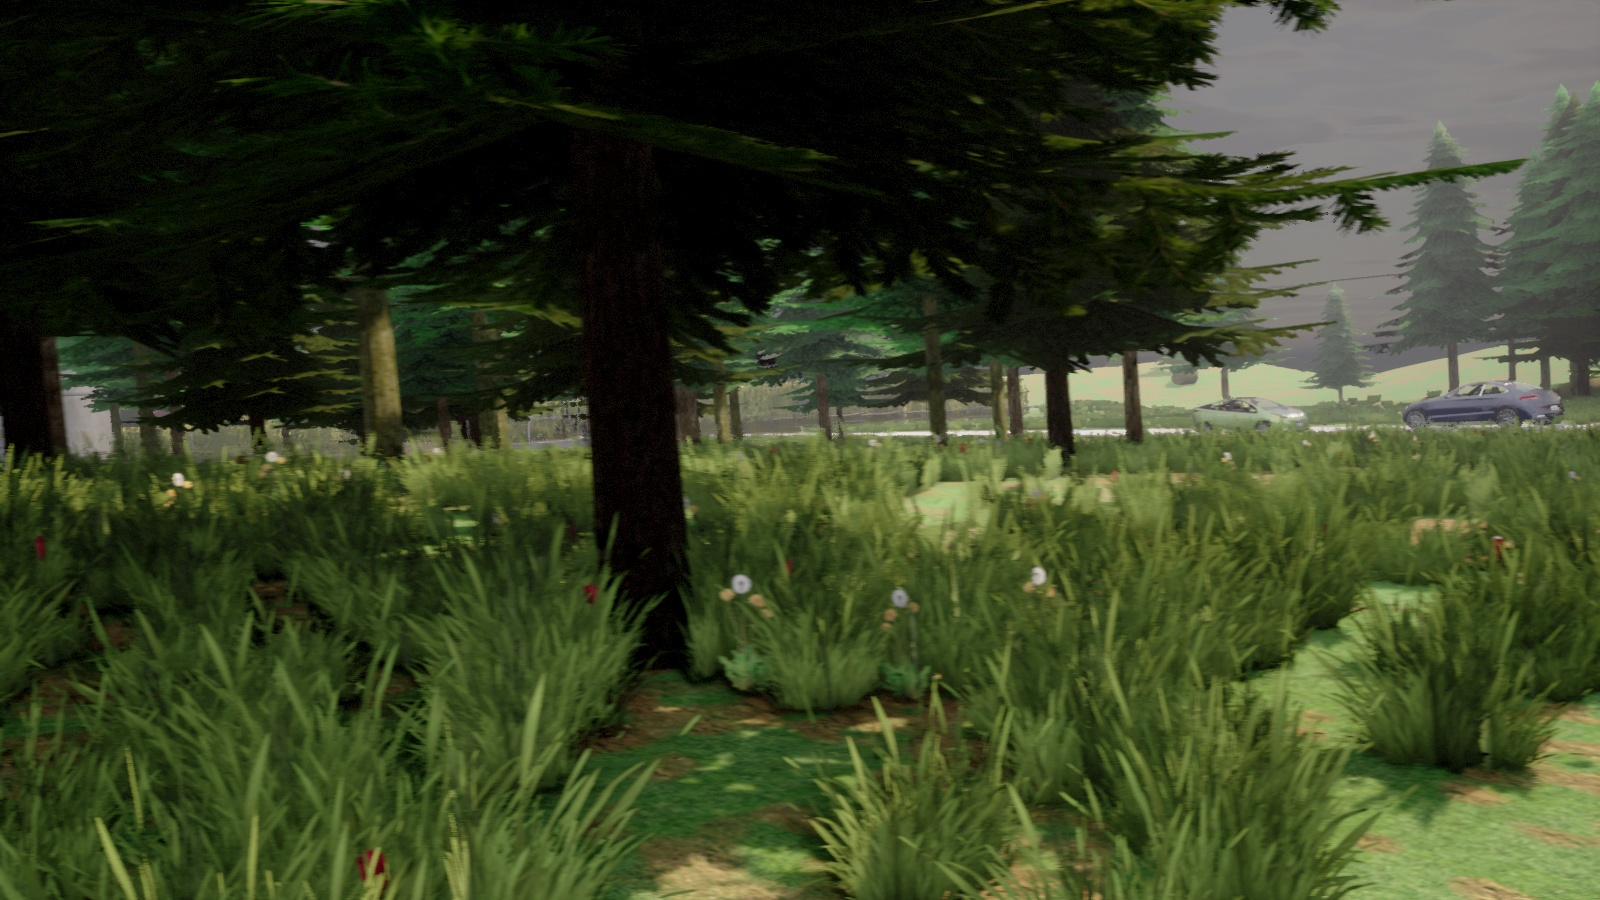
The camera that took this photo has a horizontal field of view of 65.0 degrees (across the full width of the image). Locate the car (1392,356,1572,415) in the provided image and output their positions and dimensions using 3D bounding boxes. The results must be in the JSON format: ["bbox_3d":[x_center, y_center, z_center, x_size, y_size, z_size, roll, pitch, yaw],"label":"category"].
[{"bbox_3d":[23.547,-2.203,43.566,2.152,1.651,5.027,-7,3,-30],"label":"car"}]

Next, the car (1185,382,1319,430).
[{"bbox_3d":[17.256,-1.663,48.152,2.007,1.525,4.514,-7,3,-30],"label":"car"}]
